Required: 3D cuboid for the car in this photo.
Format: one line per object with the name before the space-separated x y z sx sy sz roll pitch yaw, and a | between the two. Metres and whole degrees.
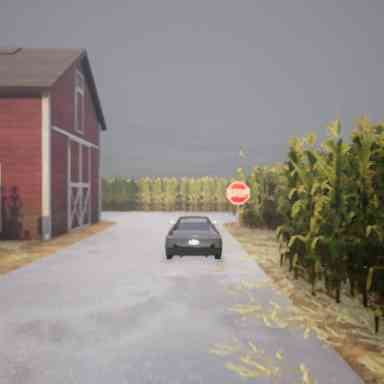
car | 0.059 1.588 12.721 1.994 1.385 4.181 0 0 0
